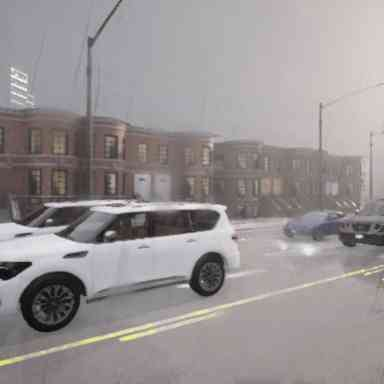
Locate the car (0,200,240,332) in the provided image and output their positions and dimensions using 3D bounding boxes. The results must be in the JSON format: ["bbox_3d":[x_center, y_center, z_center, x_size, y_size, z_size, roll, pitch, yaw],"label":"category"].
[{"bbox_3d":[-1.433,1.264,7.278,5.566,2.045,2.150,1,0,-36],"label":"car"}]

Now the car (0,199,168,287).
[{"bbox_3d":[-3.677,1.270,9.975,5.566,2.045,2.150,1,0,-36],"label":"car"}]

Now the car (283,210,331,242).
[{"bbox_3d":[6.853,1.687,17.572,4.674,1.442,1.812,1,-1,-36],"label":"car"}]

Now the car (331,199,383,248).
[{"bbox_3d":[8.802,1.367,14.664,5.566,2.045,2.150,-1,0,-36],"label":"car"}]
